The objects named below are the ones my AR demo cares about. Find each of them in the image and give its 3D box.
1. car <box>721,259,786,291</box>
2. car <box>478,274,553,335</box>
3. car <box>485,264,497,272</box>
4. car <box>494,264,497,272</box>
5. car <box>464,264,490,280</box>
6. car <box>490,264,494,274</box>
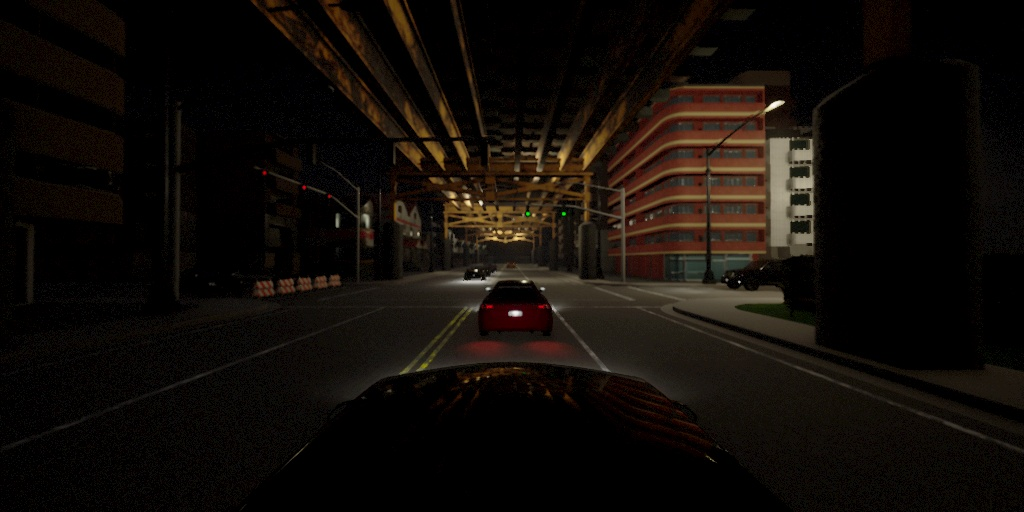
[{"bbox_3d":[17.003,1.233,23.768,5.566,2.045,2.150,0,-1,0],"label":"car"},{"bbox_3d":[0.107,1.424,10.945,1.994,1.385,4.181,0,-1,1],"label":"car"},{"bbox_3d":[-3.674,2.049,64.242,1.895,1.301,4.718,0,0,0],"label":"car"},{"bbox_3d":[-3.698,1.897,54.473,1.812,1.442,4.674,0,-1,0],"label":"car"},{"bbox_3d":[-3.667,1.728,36.371,1.994,1.385,4.181,0,-1,0],"label":"car"},{"bbox_3d":[-3.687,1.871,45.257,1.895,1.301,4.718,0,-1,0],"label":"car"}]
